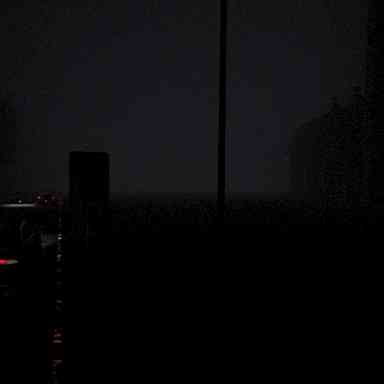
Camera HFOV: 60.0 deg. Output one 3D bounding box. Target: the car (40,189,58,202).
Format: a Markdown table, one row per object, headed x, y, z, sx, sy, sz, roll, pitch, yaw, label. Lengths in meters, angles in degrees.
| x | y | z | sx | sy | sz | roll | pitch | yaw | label |
| --- | --- | --- | --- | --- | --- | --- | --- | --- | --- |
| -19.505 | 0.419 | 45.565 | 2.128 | 1.511 | 4.902 | 0 | 1 | -22 | car |

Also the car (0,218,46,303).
| x | y | z | sx | sy | sz | roll | pitch | yaw | label |
| --- | --- | --- | --- | --- | --- | --- | --- | --- | --- |
| -4.433 | 1.329 | 7.398 | 2.128 | 1.511 | 4.902 | 0 | 1 | -22 | car |

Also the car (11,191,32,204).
| x | y | z | sx | sy | sz | roll | pitch | yaw | label |
| --- | --- | --- | --- | --- | --- | --- | --- | --- | --- |
| -19.919 | 0.598 | 39.124 | 2.033 | 1.411 | 5.357 | 0 | 1 | -22 | car |

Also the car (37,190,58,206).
| x | y | z | sx | sy | sz | roll | pitch | yaw | label |
| --- | --- | --- | --- | --- | --- | --- | --- | --- | --- |
| -15.669 | 0.689 | 35.985 | 1.812 | 1.442 | 4.674 | 0 | 1 | -21 | car |
